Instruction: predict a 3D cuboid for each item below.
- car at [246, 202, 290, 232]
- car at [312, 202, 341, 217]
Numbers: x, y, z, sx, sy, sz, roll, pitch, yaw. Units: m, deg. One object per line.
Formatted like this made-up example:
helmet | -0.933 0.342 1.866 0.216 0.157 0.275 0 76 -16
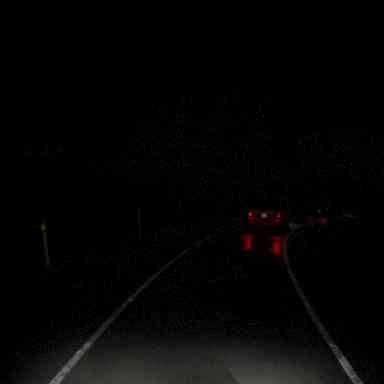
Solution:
car | 4.868 1.383 20.802 2.097 1.767 4.553 3 0 22
car | 14.713 1.857 36.190 1.812 1.442 4.674 5 2 41
